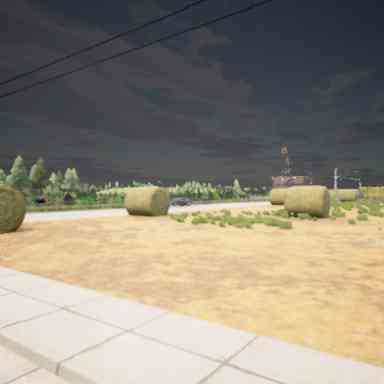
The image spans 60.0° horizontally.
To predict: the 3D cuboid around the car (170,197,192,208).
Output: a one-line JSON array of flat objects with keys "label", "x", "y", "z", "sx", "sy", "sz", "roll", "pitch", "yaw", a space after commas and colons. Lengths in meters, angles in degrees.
[{"label": "car", "x": -2.063, "y": 1.518, "z": 49.619, "sx": 1.837, "sy": 1.490, "sz": 4.892, "roll": 0, "pitch": -1, "yaw": 39}]
